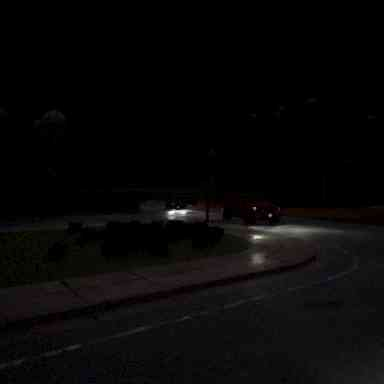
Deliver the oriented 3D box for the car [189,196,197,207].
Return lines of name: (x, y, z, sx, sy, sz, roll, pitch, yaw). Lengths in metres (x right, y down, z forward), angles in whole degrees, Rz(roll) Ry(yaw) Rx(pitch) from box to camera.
car: (-0.471, 1.471, 51.675, 1.837, 1.490, 4.892, 0, 0, -9)

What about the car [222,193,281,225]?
car: (4.027, 1.108, 23.563, 2.150, 2.045, 5.566, 0, 0, -19)

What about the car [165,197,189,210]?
car: (-2.195, 1.552, 42.818, 1.895, 1.301, 4.718, 0, 0, -14)
